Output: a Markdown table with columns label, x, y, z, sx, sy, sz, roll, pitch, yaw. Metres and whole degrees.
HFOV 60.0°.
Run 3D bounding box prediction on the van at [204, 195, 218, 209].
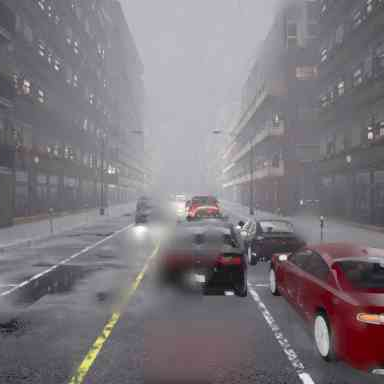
| label | x | y | z | sx | sy | sz | roll | pitch | yaw |
| --- | --- | --- | --- | --- | --- | --- | --- | --- | --- |
| van | 2.565 | 1.351 | 45.414 | 1.690 | 1.788 | 3.998 | 1 | 0 | 0 |

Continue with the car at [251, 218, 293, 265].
| label | x | y | z | sx | sy | sz | roll | pitch | yaw |
| --- | --- | --- | --- | --- | --- | --- | --- | --- | --- |
| car | 2.570 | 1.553 | 11.388 | 2.008 | 1.369 | 4.403 | 1 | 0 | 0 |

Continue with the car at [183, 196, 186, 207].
| label | x | y | z | sx | sy | sz | roll | pitch | yaw |
| --- | --- | --- | --- | --- | --- | --- | --- | --- | --- |
| car | 0.005 | 1.536 | 46.314 | 1.812 | 1.442 | 4.674 | 0 | 0 | 0 |

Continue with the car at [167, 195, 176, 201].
| label | x | y | z | sx | sy | sz | roll | pitch | yaw |
| --- | --- | --- | --- | --- | --- | --- | --- | --- | --- |
| car | -5.327 | 1.570 | 85.078 | 2.008 | 1.369 | 4.403 | 1 | 0 | 0 |

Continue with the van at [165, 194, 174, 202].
| label | x | y | z | sx | sy | sz | roll | pitch | yaw |
| --- | --- | --- | --- | --- | --- | --- | --- | --- | --- |
| van | -5.323 | 1.359 | 79.408 | 1.690 | 1.788 | 3.998 | 1 | 0 | 0 |

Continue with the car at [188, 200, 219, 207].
| label | x | y | z | sx | sy | sz | roll | pitch | yaw |
| --- | --- | --- | --- | --- | --- | --- | --- | --- | --- |
| car | 0.818 | 1.459 | 18.747 | 1.801 | 1.575 | 5.366 | 0 | 0 | 0 |

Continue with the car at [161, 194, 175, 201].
| label | x | y | z | sx | sy | sz | roll | pitch | yaw |
| --- | --- | --- | --- | --- | --- | --- | --- | --- | --- |
| car | -5.320 | 1.330 | 68.066 | 2.192 | 1.841 | 5.009 | 1 | 0 | 0 |

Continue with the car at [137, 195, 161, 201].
| label | x | y | z | sx | sy | sz | roll | pitch | yaw |
| --- | --- | --- | --- | --- | --- | --- | --- | --- | --- |
| car | -5.314 | 1.324 | 39.711 | 2.192 | 1.841 | 5.009 | 1 | 0 | 0 |

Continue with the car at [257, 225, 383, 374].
| label | x | y | z | sx | sy | sz | roll | pitch | yaw |
| --- | --- | --- | --- | --- | --- | --- | --- | --- | --- |
| car | 2.571 | 1.546 | 5.718 | 1.887 | 1.381 | 4.507 | 1 | 0 | 0 |

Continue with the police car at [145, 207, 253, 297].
| label | x | y | z | sx | sy | sz | roll | pitch | yaw |
| --- | --- | --- | --- | --- | --- | --- | --- | --- | --- |
| police car | 0.432 | 1.427 | 8.813 | 1.930 | 1.638 | 5.238 | 0 | 0 | 7 |

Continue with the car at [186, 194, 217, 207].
| label | x | y | z | sx | sy | sz | roll | pitch | yaw |
| --- | --- | --- | --- | --- | --- | --- | --- | --- | --- |
| car | 0.817 | 1.230 | 24.588 | 2.150 | 2.045 | 5.566 | 0 | 0 | 0 |

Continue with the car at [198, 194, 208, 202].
| label | x | y | z | sx | sy | sz | roll | pitch | yaw |
| --- | --- | --- | --- | --- | --- | --- | --- | --- | --- |
| car | 2.557 | 1.333 | 79.439 | 2.192 | 1.841 | 5.009 | 1 | 0 | 0 |

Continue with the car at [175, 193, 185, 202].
| label | x | y | z | sx | sy | sz | roll | pitch | yaw |
| --- | --- | --- | --- | --- | --- | --- | --- | --- | --- |
| car | -2.770 | 1.239 | 78.224 | 2.150 | 2.045 | 5.566 | 0 | 0 | 0 |

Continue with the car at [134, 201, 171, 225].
| label | x | y | z | sx | sy | sz | roll | pitch | yaw |
| --- | --- | --- | --- | --- | --- | --- | --- | --- | --- |
| car | -2.857 | 1.569 | 23.892 | 1.994 | 1.385 | 4.181 | 0 | 0 | 0 |

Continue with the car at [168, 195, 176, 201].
| label | x | y | z | sx | sy | sz | roll | pitch | yaw |
| --- | --- | --- | --- | --- | --- | --- | --- | --- | --- |
| car | -5.329 | 1.587 | 90.749 | 1.947 | 1.339 | 4.313 | 1 | 0 | 0 |
